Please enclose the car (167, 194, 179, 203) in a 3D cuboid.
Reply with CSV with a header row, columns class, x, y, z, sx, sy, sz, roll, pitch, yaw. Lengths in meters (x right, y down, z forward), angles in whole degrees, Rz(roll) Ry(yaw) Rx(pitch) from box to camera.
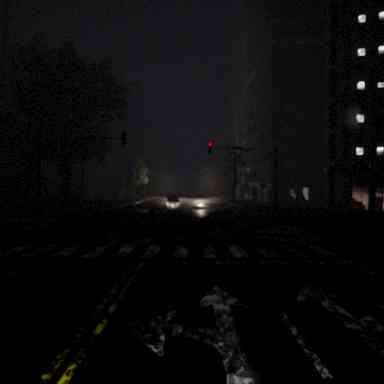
class,x,y,z,sx,sy,sz,roll,pitch,yaw
car,-3.245,1.119,57.320,1.882,1.535,5.008,0,2,0
